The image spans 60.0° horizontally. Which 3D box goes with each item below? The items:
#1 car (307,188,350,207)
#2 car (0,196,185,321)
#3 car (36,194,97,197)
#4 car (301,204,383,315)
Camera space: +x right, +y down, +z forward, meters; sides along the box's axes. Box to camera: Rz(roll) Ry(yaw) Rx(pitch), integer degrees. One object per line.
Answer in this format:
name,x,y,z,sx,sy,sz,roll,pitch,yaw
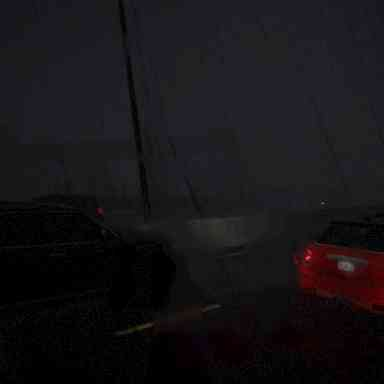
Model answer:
car,14.790,0.650,35.921,5.566,2.045,2.150,-2,1,-35
car,-2.801,1.200,6.047,5.566,2.045,2.150,-1,0,-35
car,-7.081,1.164,16.123,5.566,2.045,2.150,-1,1,-35
car,4.325,1.230,6.829,4.553,1.767,2.097,-1,1,-35
